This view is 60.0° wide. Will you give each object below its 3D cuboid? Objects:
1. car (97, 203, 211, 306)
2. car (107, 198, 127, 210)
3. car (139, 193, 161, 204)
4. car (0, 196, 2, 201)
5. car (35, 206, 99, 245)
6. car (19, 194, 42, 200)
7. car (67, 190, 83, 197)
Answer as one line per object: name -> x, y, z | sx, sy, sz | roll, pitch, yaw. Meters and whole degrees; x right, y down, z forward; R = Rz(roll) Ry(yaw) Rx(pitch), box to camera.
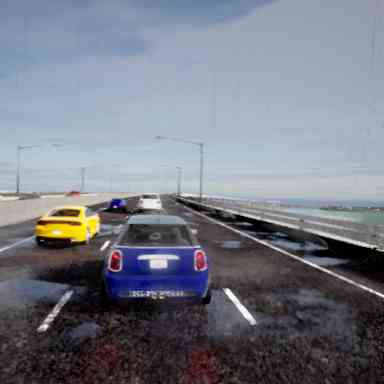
car -> -0.900, 1.338, 8.218 | 2.097, 1.767, 4.553 | 2, 0, -8
car -> -8.093, 1.347, 36.075 | 1.812, 1.442, 4.674 | 1, 0, -7
car -> -4.410, 1.137, 34.892 | 2.150, 2.045, 5.566 | 1, 0, -7
car -> -26.854, 0.817, 43.766 | 1.882, 1.535, 5.008 | 1, 0, -7
car -> -5.323, 1.354, 14.785 | 1.882, 1.535, 5.008 | 1, 0, -8
car -> -24.031, 0.963, 49.719 | 2.033, 1.411, 5.357 | 1, 0, -6
car -> -21.973, 0.708, 62.585 | 2.150, 2.045, 5.566 | 2, -1, -10
